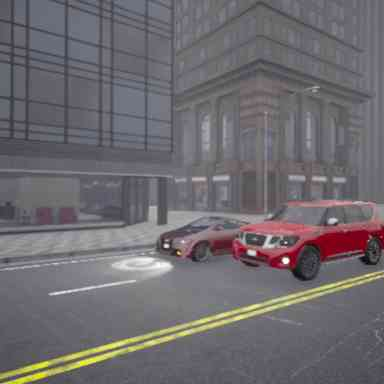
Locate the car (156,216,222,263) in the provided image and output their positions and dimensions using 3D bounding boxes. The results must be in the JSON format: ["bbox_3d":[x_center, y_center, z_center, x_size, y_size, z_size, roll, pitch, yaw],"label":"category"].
[{"bbox_3d":[0.788,1.613,12.190,4.181,1.385,1.994,0,0,-35],"label":"car"}]

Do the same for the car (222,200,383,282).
[{"bbox_3d":[3.841,1.283,10.363,5.566,2.045,2.150,1,-1,-35],"label":"car"}]
